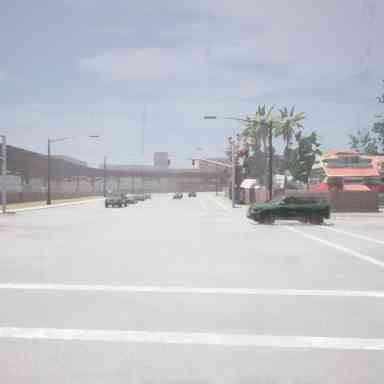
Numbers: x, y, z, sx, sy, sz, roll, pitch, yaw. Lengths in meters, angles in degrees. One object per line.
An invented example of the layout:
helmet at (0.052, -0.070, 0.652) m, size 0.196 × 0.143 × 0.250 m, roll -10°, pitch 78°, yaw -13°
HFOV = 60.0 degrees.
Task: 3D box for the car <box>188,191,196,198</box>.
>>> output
car at (0.084, 0.519, 86.839) m, size 2.097 × 1.767 × 4.553 m, roll 0°, pitch 1°, yaw 0°

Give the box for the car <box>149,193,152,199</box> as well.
car at (-10.426, 0.897, 76.577) m, size 1.812 × 1.442 × 4.674 m, roll 0°, pitch 1°, yaw 0°

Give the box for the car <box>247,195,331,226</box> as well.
car at (6.609, 1.211, 22.849) m, size 5.566 × 2.045 × 2.150 m, roll 1°, pitch 0°, yaw -5°

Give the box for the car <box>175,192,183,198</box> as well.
car at (-3.416, 0.709, 87.201) m, size 1.994 × 1.385 × 4.181 m, roll 0°, pitch 1°, yaw 0°

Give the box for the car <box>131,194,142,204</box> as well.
car at (-10.445, 1.286, 56.527) m, size 2.033 × 1.411 × 5.357 m, roll 0°, pitch 1°, yaw 0°

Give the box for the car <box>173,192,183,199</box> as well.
car at (-3.425, 0.963, 76.883) m, size 1.895 × 1.301 × 4.718 m, roll 0°, pitch 1°, yaw 0°

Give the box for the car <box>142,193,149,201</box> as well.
car at (-10.436, 1.142, 66.245) m, size 1.994 × 1.385 × 4.181 m, roll 0°, pitch 1°, yaw 0°

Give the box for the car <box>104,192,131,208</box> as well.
car at (-10.509, 1.082, 46.405) m, size 2.150 × 2.045 × 5.566 m, roll 0°, pitch 1°, yaw 1°
